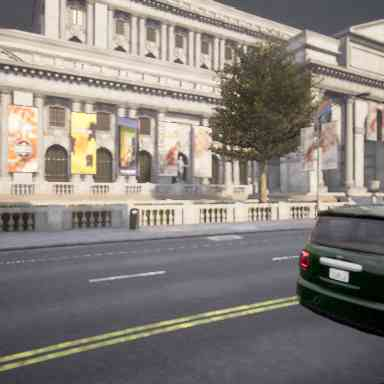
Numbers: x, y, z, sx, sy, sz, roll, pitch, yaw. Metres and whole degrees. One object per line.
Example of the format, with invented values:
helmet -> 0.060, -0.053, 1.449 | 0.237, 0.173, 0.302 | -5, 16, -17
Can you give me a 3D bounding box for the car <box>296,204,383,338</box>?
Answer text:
car -> 4.381, 1.248, 5.957 | 5.566, 2.045, 2.150 | 0, 0, -30
